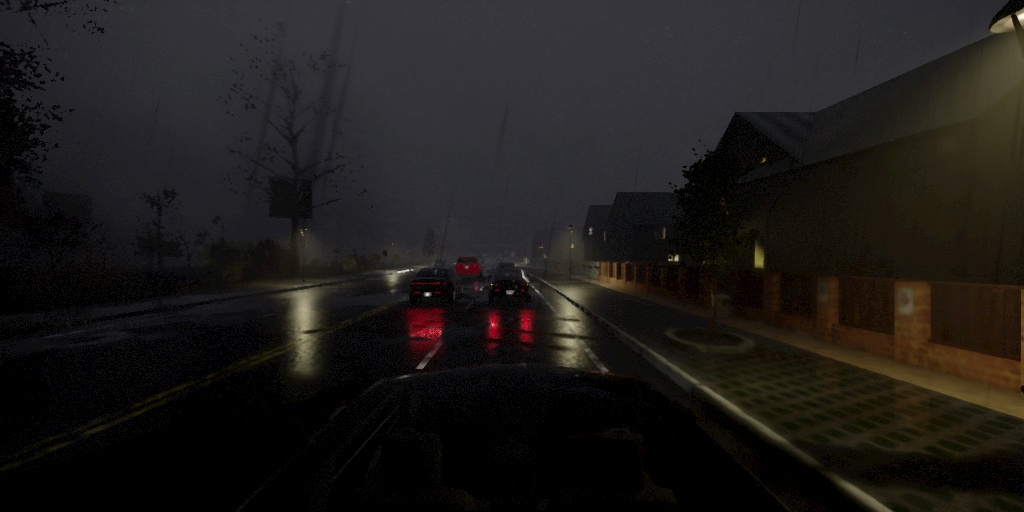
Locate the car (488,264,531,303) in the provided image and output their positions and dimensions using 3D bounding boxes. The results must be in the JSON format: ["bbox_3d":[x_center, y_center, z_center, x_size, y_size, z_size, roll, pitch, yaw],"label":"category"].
[{"bbox_3d":[-0.125,1.276,16.616,1.812,1.442,4.674,0,0,-1],"label":"car"}]

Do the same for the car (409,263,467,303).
[{"bbox_3d":[-3.374,1.260,16.562,1.837,1.490,4.892,0,0,-1],"label":"car"}]

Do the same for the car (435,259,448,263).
[{"bbox_3d":[-11.530,1.250,58.324,2.128,1.511,4.902,0,0,-4],"label":"car"}]

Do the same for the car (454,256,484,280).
[{"bbox_3d":[-3.747,0.996,31.617,2.150,2.045,5.566,0,0,-2],"label":"car"}]

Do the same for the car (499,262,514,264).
[{"bbox_3d":[-0.497,1.253,31.695,1.837,1.490,4.892,0,0,-2],"label":"car"}]
